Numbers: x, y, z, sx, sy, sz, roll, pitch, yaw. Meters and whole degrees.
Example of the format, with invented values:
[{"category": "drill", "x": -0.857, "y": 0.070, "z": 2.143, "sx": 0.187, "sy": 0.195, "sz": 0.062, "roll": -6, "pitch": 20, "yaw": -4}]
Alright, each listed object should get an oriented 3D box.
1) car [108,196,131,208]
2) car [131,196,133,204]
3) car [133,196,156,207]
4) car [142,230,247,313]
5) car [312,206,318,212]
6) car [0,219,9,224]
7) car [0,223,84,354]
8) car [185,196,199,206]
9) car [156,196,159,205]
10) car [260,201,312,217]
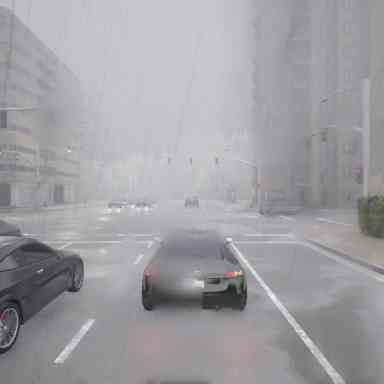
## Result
[{"category": "car", "x": -10.674, "y": 1.547, "z": 48.227, "sx": 2.033, "sy": 1.411, "sz": 5.357, "roll": 0, "pitch": 0, "yaw": 0}, {"category": "car", "x": -10.682, "y": 1.505, "z": 57.919, "sx": 1.837, "sy": 1.490, "sz": 4.892, "roll": 0, "pitch": 0, "yaw": 0}, {"category": "car", "x": -7.168, "y": 1.547, "z": 50.757, "sx": 2.033, "sy": 1.411, "sz": 5.357, "roll": 0, "pitch": 0, "yaw": 0}, {"category": "car", "x": 0.050, "y": 1.564, "z": 7.758, "sx": 1.994, "sy": 1.385, "sz": 4.181, "roll": 0, "pitch": 0, "yaw": 0}, {"category": "car", "x": 10.166, "y": 1.601, "z": 33.828, "sx": 4.718, "sy": 1.301, "sz": 1.895, "roll": 0, "pitch": 0, "yaw": 0}, {"category": "car", "x": -7.139, "y": 1.526, "z": 10.455, "sx": 1.812, "sy": 1.442, "sz": 4.674, "roll": 0, "pitch": 0, "yaw": 0}, {"category": "car", "x": -3.460, "y": 1.526, "z": 5.956, "sx": 1.812, "sy": 1.442, "sz": 4.674, "roll": 0, "pitch": 0, "yaw": 0}, {"category": "car", "x": -0.023, "y": 1.352, "z": 54.073, "sx": 2.097, "sy": 1.767, "sz": 4.553, "roll": 0, "pitch": 0, "yaw": 0}, {"category": "car", "x": -7.173, "y": 1.505, "z": 60.772, "sx": 1.837, "sy": 1.490, "sz": 4.892, "roll": 0, "pitch": 0, "yaw": 0}, {"category": "car", "x": 8.301, "y": 1.564, "z": 30.343, "sx": 4.181, "sy": 1.385, "sz": 1.994, "roll": 0, "pitch": 0, "yaw": 0}]
